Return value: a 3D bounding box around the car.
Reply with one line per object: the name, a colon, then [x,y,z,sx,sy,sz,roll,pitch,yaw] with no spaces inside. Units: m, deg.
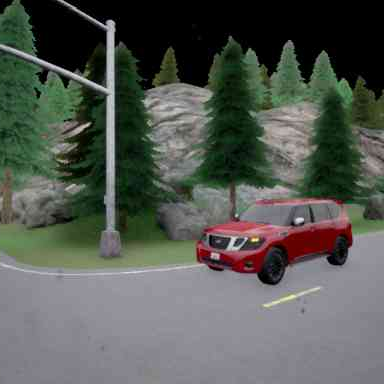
car: [2.696,1.225,9.937,5.566,2.045,2.150,0,0,-40]
